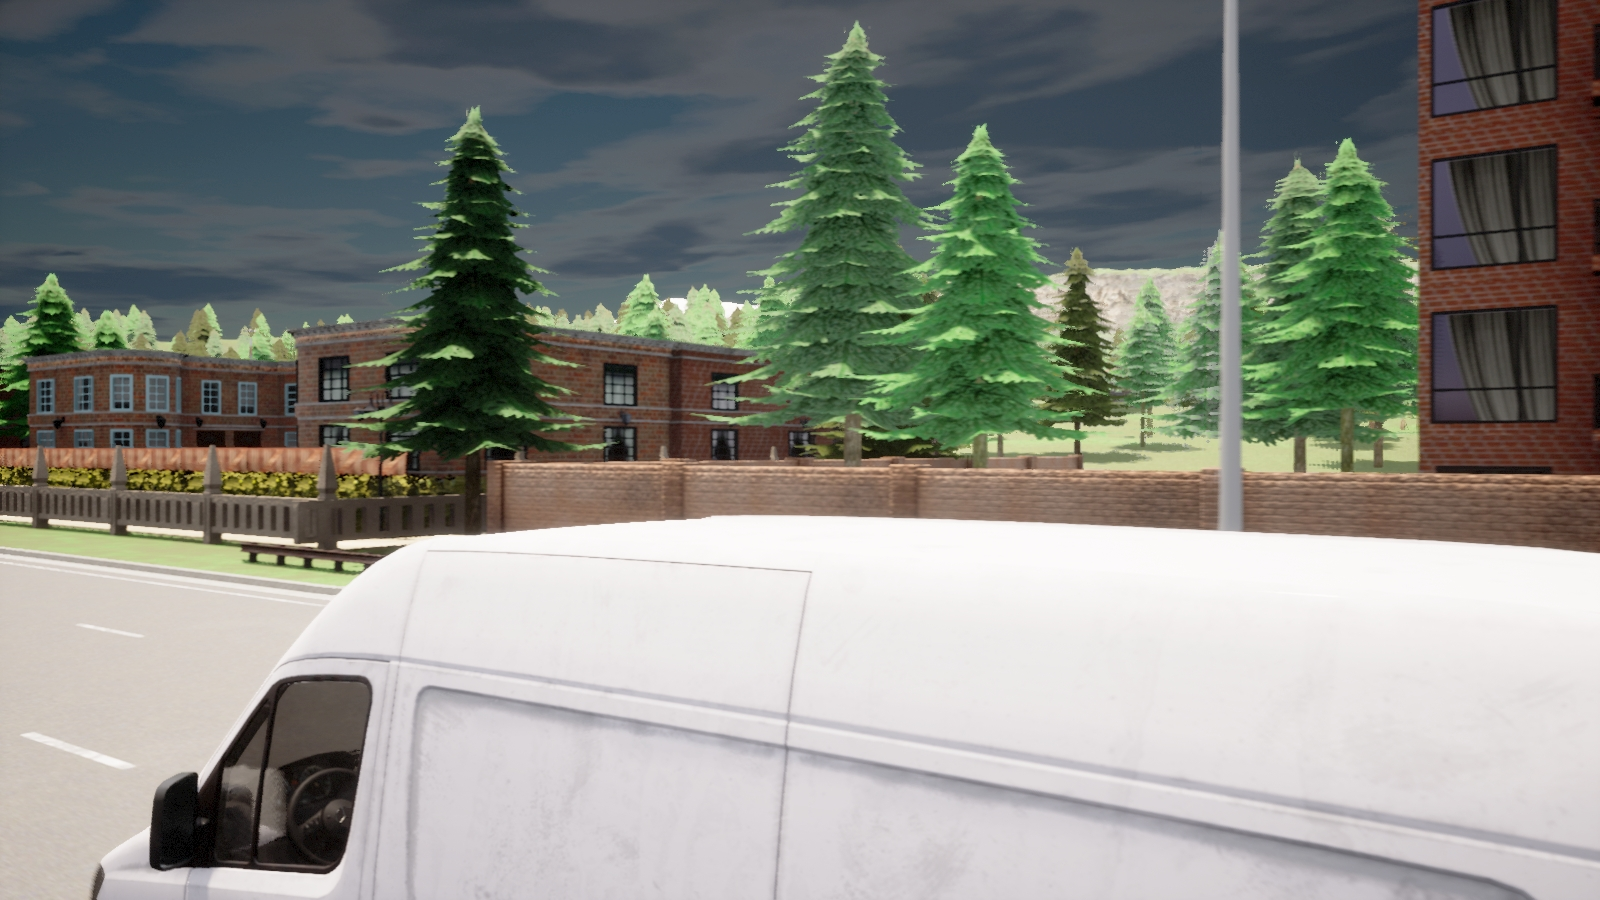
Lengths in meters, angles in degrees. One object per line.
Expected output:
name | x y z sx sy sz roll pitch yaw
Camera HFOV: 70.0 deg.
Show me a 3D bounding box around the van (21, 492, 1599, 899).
van | -0.359 1.533 4.032 5.915 2.561 1.988 0 0 35
